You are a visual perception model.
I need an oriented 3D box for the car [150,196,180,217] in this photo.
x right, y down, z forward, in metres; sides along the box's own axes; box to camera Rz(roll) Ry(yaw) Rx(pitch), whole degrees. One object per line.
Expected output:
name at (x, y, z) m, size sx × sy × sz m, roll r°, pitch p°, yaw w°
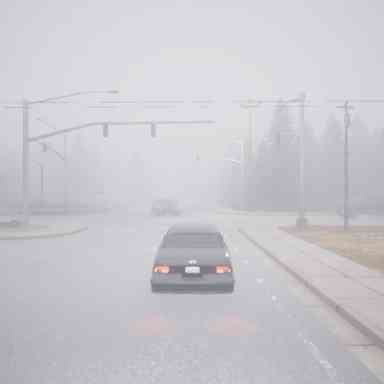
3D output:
car at (-2.638, 1.375, 31.300) m, size 2.097 × 1.767 × 4.553 m, roll 0°, pitch 0°, yaw -17°

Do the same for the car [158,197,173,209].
car at (-3.691, 1.540, 47.516) m, size 1.812 × 1.442 × 4.674 m, roll 0°, pitch 0°, yaw 0°

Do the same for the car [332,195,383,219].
car at (15.536, 1.257, 29.592) m, size 5.566 × 2.045 × 2.150 m, roll 0°, pitch 0°, yaw 1°

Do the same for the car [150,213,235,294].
car at (0.031, 1.548, 8.940) m, size 2.033 × 1.411 × 5.357 m, roll 0°, pitch 0°, yaw 0°

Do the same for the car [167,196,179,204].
car at (-3.599, 1.525, 64.160) m, size 1.837 × 1.490 × 4.892 m, roll 0°, pitch 0°, yaw 1°
